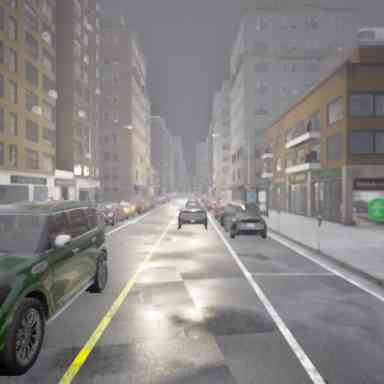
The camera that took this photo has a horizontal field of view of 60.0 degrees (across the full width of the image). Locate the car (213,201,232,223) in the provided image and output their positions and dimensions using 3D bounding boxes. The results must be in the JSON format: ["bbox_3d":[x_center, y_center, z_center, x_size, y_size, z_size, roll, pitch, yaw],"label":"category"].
[{"bbox_3d":[2.677,1.548,22.732,1.947,1.339,4.313,0,0,0],"label":"car"}]

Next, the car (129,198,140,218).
[{"bbox_3d":[-5.847,1.504,28.074,1.752,1.417,4.829,0,0,0],"label":"car"}]

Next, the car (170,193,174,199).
[{"bbox_3d":[-5.829,1.254,72.434,2.192,1.841,5.009,0,0,0],"label":"car"}]

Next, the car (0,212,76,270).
[{"bbox_3d":[-5.854,1.542,11.674,2.008,1.369,4.403,0,0,0],"label":"car"}]

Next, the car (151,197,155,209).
[{"bbox_3d":[-5.843,1.496,39.122,1.752,1.417,4.829,0,0,0],"label":"car"}]

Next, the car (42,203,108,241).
[{"bbox_3d":[-5.851,1.427,17.197,1.967,1.590,4.097,0,0,0],"label":"car"}]

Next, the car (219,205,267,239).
[{"bbox_3d":[2.674,1.552,17.207,1.947,1.339,4.313,0,0,0],"label":"car"}]

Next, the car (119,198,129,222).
[{"bbox_3d":[-5.849,1.423,22.721,1.967,1.590,4.097,0,0,0],"label":"car"}]

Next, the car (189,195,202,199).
[{"bbox_3d":[0.113,1.529,45.188,1.994,1.385,4.181,0,0,0],"label":"car"}]

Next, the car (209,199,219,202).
[{"bbox_3d":[2.679,1.523,28.257,1.887,1.381,4.507,0,0,0],"label":"car"}]

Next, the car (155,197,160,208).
[{"bbox_3d":[-5.841,1.532,44.815,1.947,1.339,4.313,0,0,0],"label":"car"}]

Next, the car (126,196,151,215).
[{"bbox_3d":[-5.845,1.290,33.768,2.192,1.841,5.009,0,0,0],"label":"car"}]

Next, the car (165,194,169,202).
[{"bbox_3d":[-5.833,1.517,61.387,1.947,1.339,4.313,0,0,0],"label":"car"}]

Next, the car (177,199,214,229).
[{"bbox_3d":[0.062,1.475,21.606,2.128,1.511,4.902,0,0,0],"label":"car"}]

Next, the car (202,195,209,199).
[{"bbox_3d":[2.685,1.510,44.832,1.887,1.381,4.507,0,0,0],"label":"car"}]

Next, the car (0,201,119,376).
[{"bbox_3d":[-3.080,1.219,5.940,2.150,2.045,5.566,0,0,0],"label":"car"}]

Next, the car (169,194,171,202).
[{"bbox_3d":[-5.831,1.527,66.910,1.802,1.307,4.206,0,0,0],"label":"car"}]

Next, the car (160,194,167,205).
[{"bbox_3d":[-5.836,1.507,55.862,2.008,1.369,4.403,0,0,0],"label":"car"}]

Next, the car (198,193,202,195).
[{"bbox_3d":[2.695,1.385,66.932,1.967,1.590,4.097,0,0,0],"label":"car"}]

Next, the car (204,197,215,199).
[{"bbox_3d":[2.683,1.551,39.307,1.802,1.307,4.206,0,0,0],"label":"car"}]
